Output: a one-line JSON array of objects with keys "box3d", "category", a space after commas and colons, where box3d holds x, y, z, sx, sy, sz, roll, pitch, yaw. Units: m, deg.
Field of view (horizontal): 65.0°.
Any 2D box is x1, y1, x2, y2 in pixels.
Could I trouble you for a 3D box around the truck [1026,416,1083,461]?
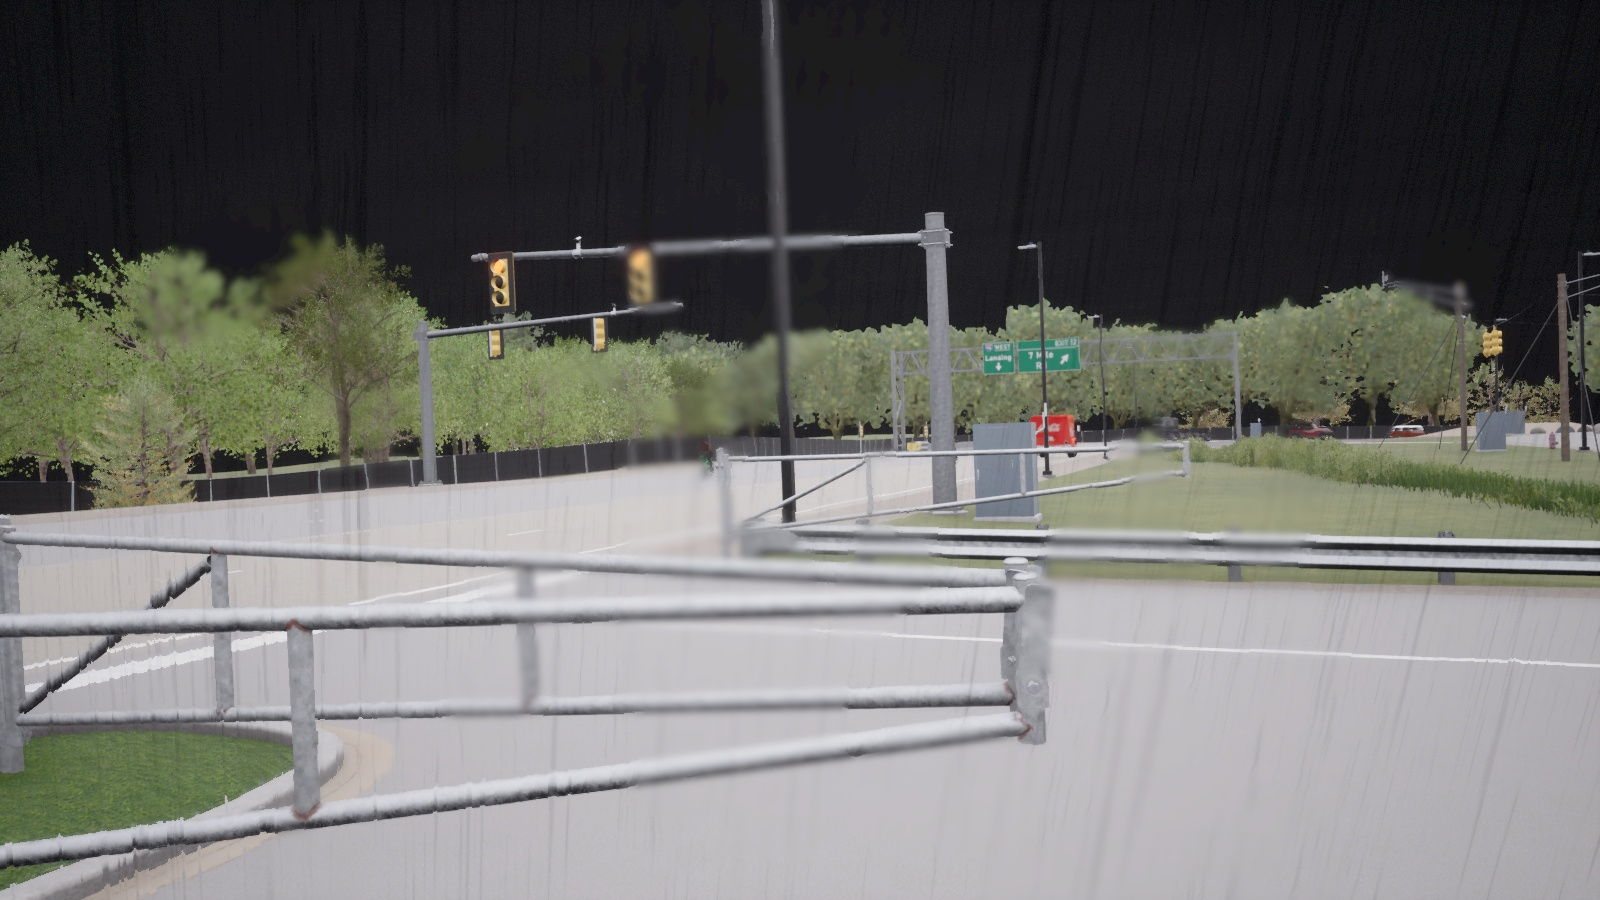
[{"box3d": [14.921, -0.674, 73.383, 2.627, 2.467, 5.204, -1, 0, 18], "category": "truck"}]
